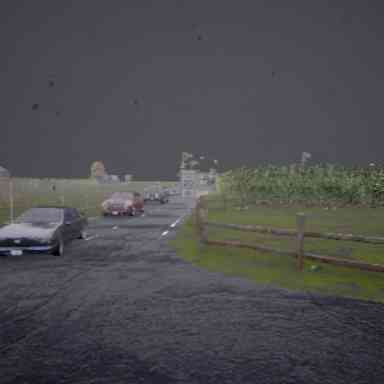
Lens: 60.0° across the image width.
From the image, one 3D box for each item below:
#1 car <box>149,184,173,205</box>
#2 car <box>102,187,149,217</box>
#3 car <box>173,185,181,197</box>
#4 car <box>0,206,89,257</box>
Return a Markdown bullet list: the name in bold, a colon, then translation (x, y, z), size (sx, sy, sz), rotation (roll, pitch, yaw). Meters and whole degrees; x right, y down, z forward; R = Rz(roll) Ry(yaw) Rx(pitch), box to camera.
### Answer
- **car**: translation (-3.830, 0.232, 36.423), size (2.150, 2.045, 5.566), rotation (0, 3, 4)
- **car**: translation (-4.776, 0.706, 23.612), size (2.097, 1.767, 4.553), rotation (0, 1, 4)
- **car**: translation (-2.482, -0.115, 53.477), size (2.150, 2.045, 5.566), rotation (0, 2, 4)
- **car**: translation (-5.040, 1.208, 11.759), size (2.033, 1.411, 5.357), rotation (0, 1, -5)
